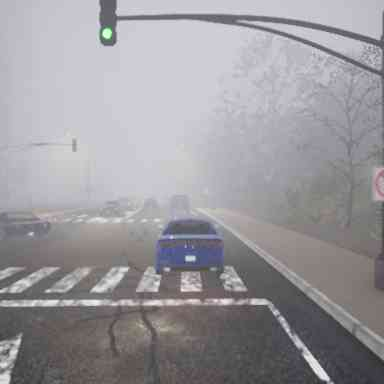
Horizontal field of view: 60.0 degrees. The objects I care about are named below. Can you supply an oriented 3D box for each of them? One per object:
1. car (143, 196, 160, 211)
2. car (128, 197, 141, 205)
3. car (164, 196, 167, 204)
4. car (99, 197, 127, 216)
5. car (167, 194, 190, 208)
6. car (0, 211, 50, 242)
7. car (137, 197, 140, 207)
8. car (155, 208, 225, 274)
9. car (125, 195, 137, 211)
[{"bbox_3d":[-4.959,1.539,40.433,1.837,1.490,4.892,0,0,-5],"label":"car"},{"bbox_3d":[-10.356,1.602,59.998,1.994,1.385,4.181,0,0,-7],"label":"car"},{"bbox_3d":[-4.505,1.511,65.414,1.882,1.535,5.008,0,0,-8],"label":"car"},{"bbox_3d":[-7.809,1.559,32.660,1.812,1.442,4.674,0,0,-4],"label":"car"},{"bbox_3d":[-1.413,1.252,37.010,2.150,2.045,5.566,0,0,-4],"label":"car"},{"bbox_3d":[-9.166,1.623,16.681,4.718,1.301,1.895,0,0,38],"label":"car"},{"bbox_3d":[-9.251,1.389,50.163,2.097,1.767,4.553,0,0,-5],"label":"car"},{"bbox_3d":[-0.094,1.490,10.697,1.882,1.535,5.008,0,0,-1],"label":"car"},{"bbox_3d":[-8.493,1.388,41.598,2.097,1.767,4.553,0,0,-5],"label":"car"}]
